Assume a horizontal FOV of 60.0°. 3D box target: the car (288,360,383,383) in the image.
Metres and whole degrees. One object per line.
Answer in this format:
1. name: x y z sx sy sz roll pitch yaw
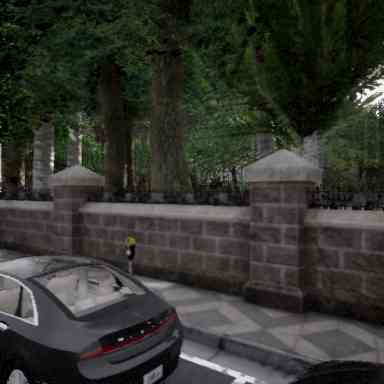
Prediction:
1. car: 2.287 1.566 1.332 4.313 1.339 1.947 0 0 35

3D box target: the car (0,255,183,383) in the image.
1. car: -2.156 1.550 4.501 4.403 1.369 2.008 0 0 35
